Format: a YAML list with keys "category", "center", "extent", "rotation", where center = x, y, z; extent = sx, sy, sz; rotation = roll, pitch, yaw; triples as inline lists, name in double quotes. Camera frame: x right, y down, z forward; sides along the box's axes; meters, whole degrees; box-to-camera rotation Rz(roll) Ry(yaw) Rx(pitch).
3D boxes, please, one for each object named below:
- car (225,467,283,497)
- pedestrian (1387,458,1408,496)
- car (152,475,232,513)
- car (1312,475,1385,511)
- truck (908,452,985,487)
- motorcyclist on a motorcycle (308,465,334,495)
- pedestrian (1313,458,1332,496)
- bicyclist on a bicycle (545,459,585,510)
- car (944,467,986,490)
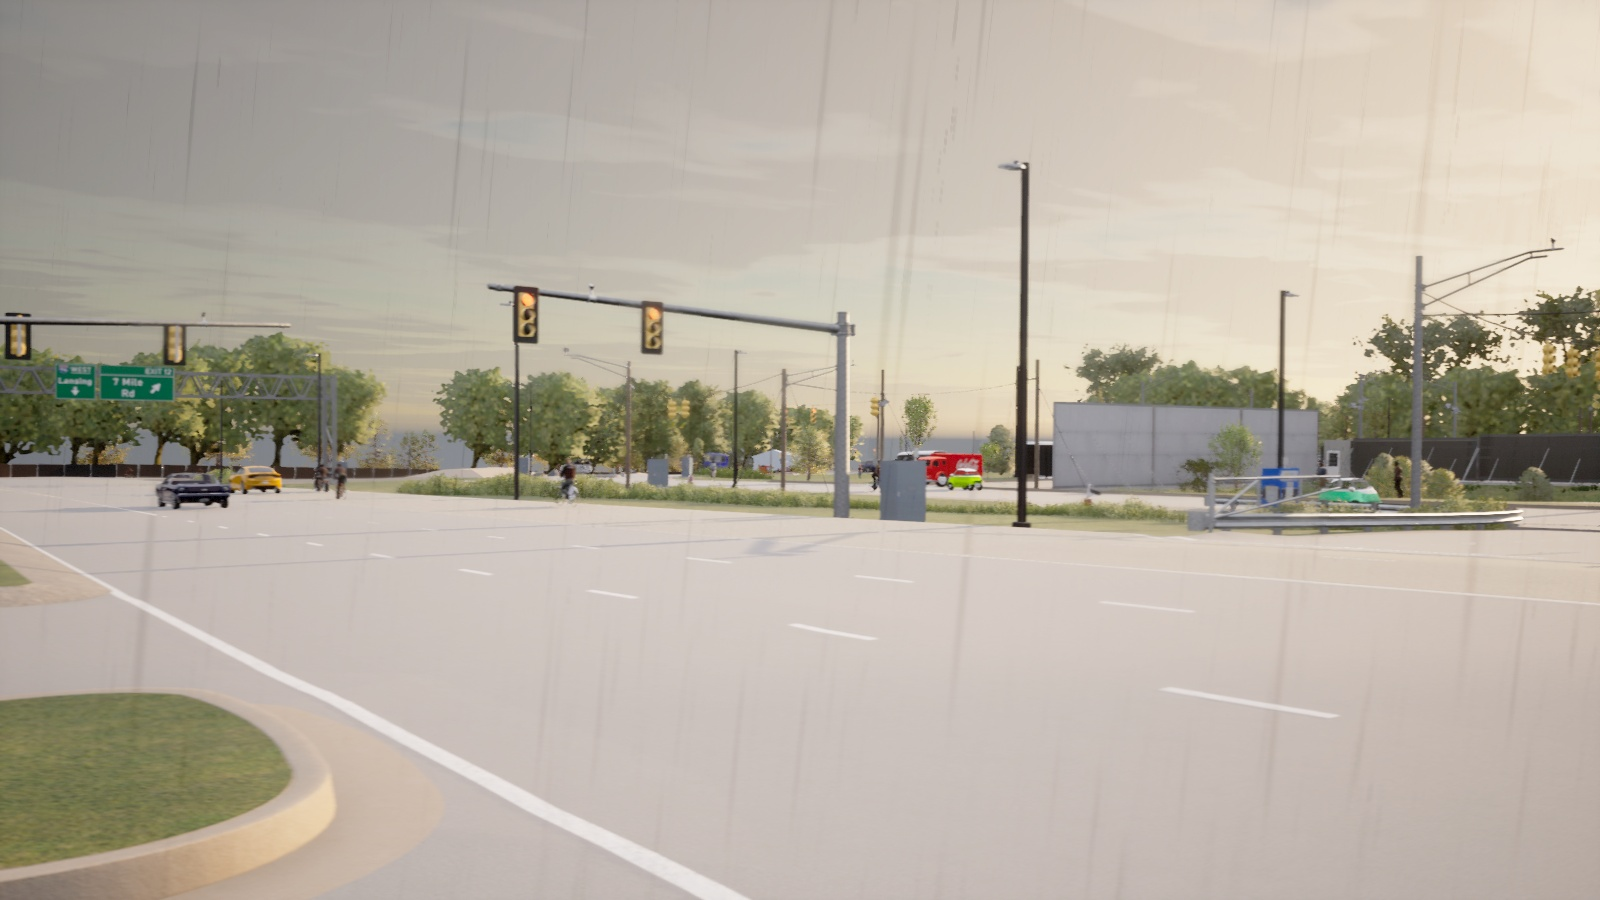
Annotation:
- category: "car"
  center: [-29.937, 1.736, 68.769]
  extent: [1.882, 1.535, 5.008]
  rotation: [0, -1, -36]
- category: "pedestrian"
  center: [29.361, 1.324, 61.755]
  extent: [0.328, 1.805, 0.869]
  rotation: [0, 1, -37]
- category: "car"
  center: [-22.707, 1.602, 46.825]
  extent: [1.895, 1.301, 4.718]
  rotation: [0, -1, -36]
- category: "car"
  center: [21.884, 1.700, 50.115]
  extent: [1.481, 1.376, 2.207]
  rotation: [0, 0, -36]
- category: "truck"
  center: [10.876, 1.429, 93.104]
  extent: [5.204, 2.467, 2.627]
  rotation: [1, 0, -37]
- category: "motorcyclist on a motorcycle"
  center: [-26.982, 1.693, 70.655]
  extent: [0.766, 1.649, 2.350]
  rotation: [0, -1, -36]
- category: "pedestrian"
  center: [27.142, 1.378, 65.266]
  extent: [0.423, 1.949, 0.788]
  rotation: [0, 1, -35]
- category: "bicyclist on a bicycle"
  center: [-8.428, 1.206, 44.995]
  extent: [0.659, 1.776, 1.843]
  rotation: [0, 0, -36]
- category: "car"
  center: [10.309, 1.786, 78.373]
  extent: [1.481, 1.376, 2.207]
  rotation: [0, 0, -35]
